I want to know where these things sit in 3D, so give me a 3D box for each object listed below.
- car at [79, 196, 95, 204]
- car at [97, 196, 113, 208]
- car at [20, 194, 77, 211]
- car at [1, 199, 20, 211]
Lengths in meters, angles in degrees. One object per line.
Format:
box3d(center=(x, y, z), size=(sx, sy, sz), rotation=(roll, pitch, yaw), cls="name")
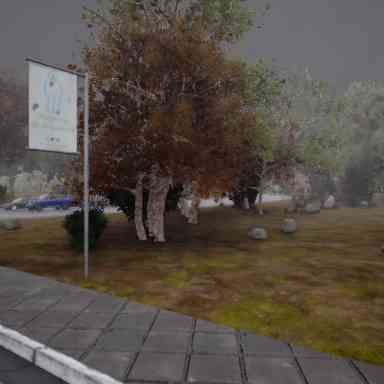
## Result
box3d(center=(-14.788, 1.319, 48.881), size=(2.097, 1.767, 4.553), rotation=(0, 0, 38), cls="car")
box3d(center=(-10.894, 1.311, 48.197), size=(2.097, 1.767, 4.553), rotation=(0, 0, 37), cls="car")
box3d(center=(-17.165, 1.212, 40.168), size=(2.150, 2.045, 5.566), rotation=(0, 0, 39), cls="car")
box3d(center=(-20.865, 1.499, 41.145), size=(1.837, 1.490, 4.892), rotation=(0, 0, 38), cls="car")
